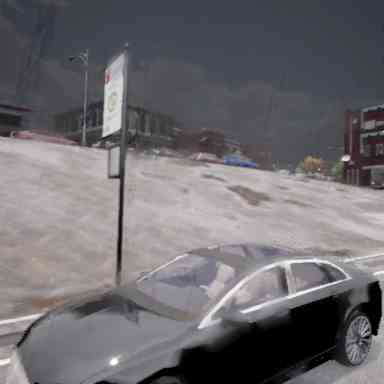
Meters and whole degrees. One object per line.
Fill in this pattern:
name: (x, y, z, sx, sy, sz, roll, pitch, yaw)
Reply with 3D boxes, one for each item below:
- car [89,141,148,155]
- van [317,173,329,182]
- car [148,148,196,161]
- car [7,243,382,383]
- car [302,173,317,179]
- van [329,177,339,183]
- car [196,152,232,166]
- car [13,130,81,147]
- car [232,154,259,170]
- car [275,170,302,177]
car: (-6.536, -3.534, 28.454, 4.674, 1.452, 2.002, 2, -1, -40)
van: (20.906, -2.123, 55.985, 1.878, 1.987, 4.442, 1, -2, 42)
car: (-2.476, -3.398, 32.045, 4.892, 1.521, 2.231, 2, -1, -41)
car: (0.480, 1.478, 4.202, 4.902, 1.511, 2.128, 0, 0, -34)
car: (17.128, -2.166, 51.747, 2.002, 1.452, 4.674, 1, -2, 42)
van: (24.476, -1.803, 60.208, 1.878, 1.987, 4.442, 1, -3, 40)
car: (1.661, -3.325, 35.873, 4.553, 1.767, 2.185, 3, -1, -43)
car: (-10.745, -3.722, 24.888, 4.792, 1.488, 2.163, 2, -1, -39)
car: (5.710, -3.231, 39.758, 5.566, 2.045, 2.435, 3, -1, -44)
car: (13.387, -2.445, 47.667, 2.002, 1.452, 4.674, 1, -2, 44)
